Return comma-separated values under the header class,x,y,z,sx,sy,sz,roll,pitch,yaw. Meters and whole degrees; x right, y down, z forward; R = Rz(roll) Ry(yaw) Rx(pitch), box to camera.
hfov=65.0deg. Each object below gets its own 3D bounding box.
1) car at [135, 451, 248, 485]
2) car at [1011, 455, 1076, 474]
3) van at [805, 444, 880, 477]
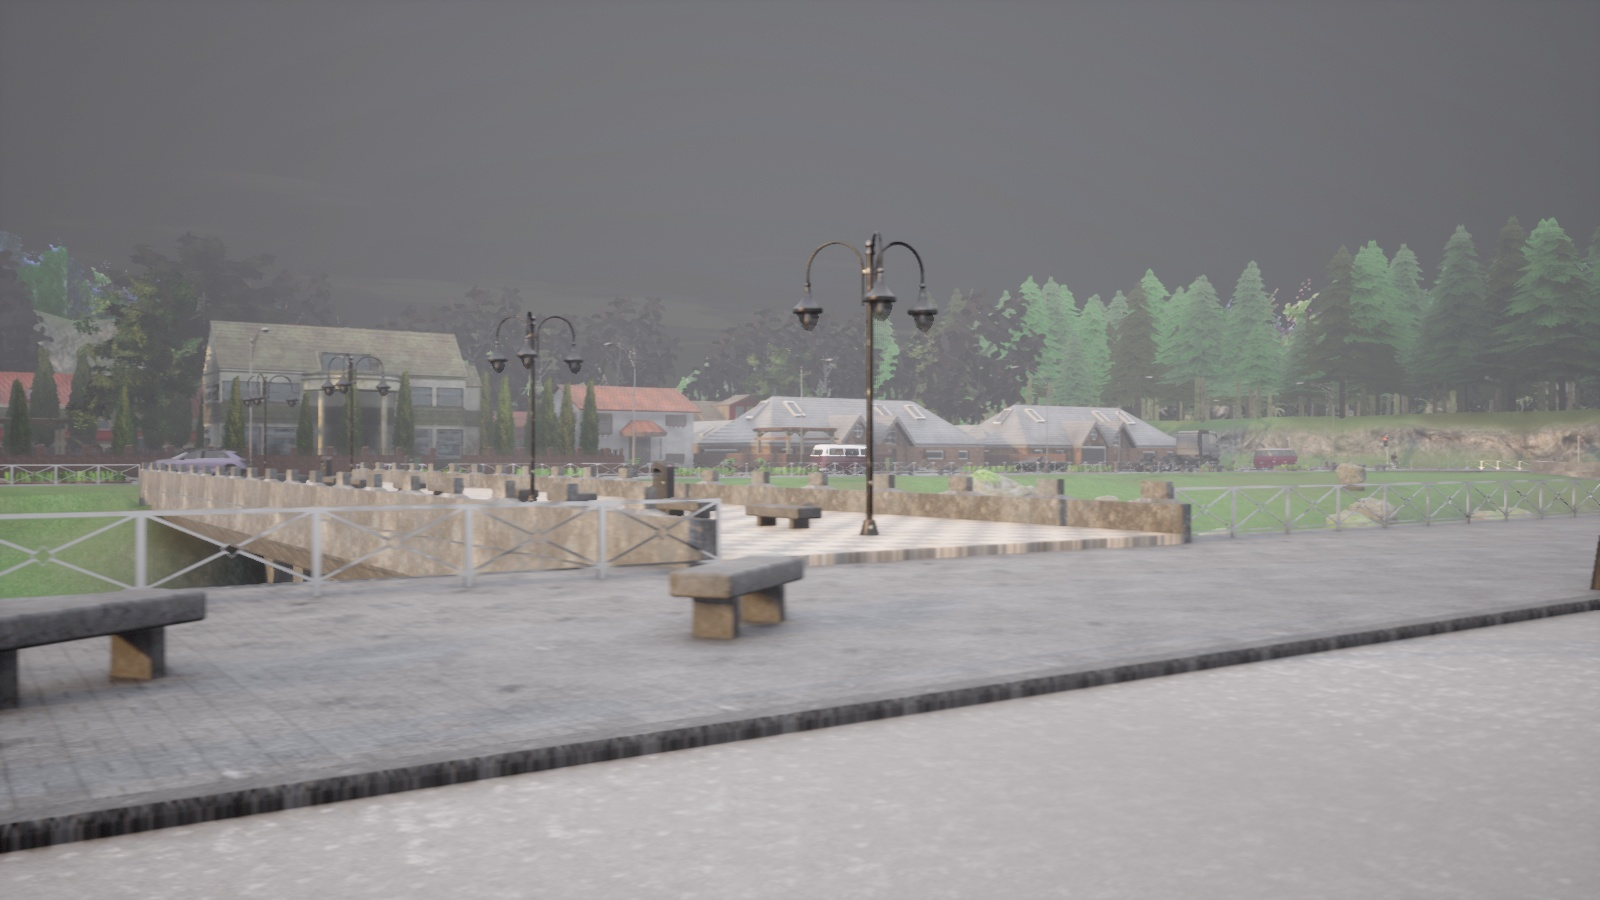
class,x,y,z,sx,sy,sz,roll,pitch,yaw
car,-30.511,0.894,63.057,4.856,1.649,2.033,0,0,-35
car,17.814,1.032,91.804,4.718,1.301,1.895,0,0,-35
van,2.779,0.662,81.345,4.480,2.038,2.069,0,0,-35
